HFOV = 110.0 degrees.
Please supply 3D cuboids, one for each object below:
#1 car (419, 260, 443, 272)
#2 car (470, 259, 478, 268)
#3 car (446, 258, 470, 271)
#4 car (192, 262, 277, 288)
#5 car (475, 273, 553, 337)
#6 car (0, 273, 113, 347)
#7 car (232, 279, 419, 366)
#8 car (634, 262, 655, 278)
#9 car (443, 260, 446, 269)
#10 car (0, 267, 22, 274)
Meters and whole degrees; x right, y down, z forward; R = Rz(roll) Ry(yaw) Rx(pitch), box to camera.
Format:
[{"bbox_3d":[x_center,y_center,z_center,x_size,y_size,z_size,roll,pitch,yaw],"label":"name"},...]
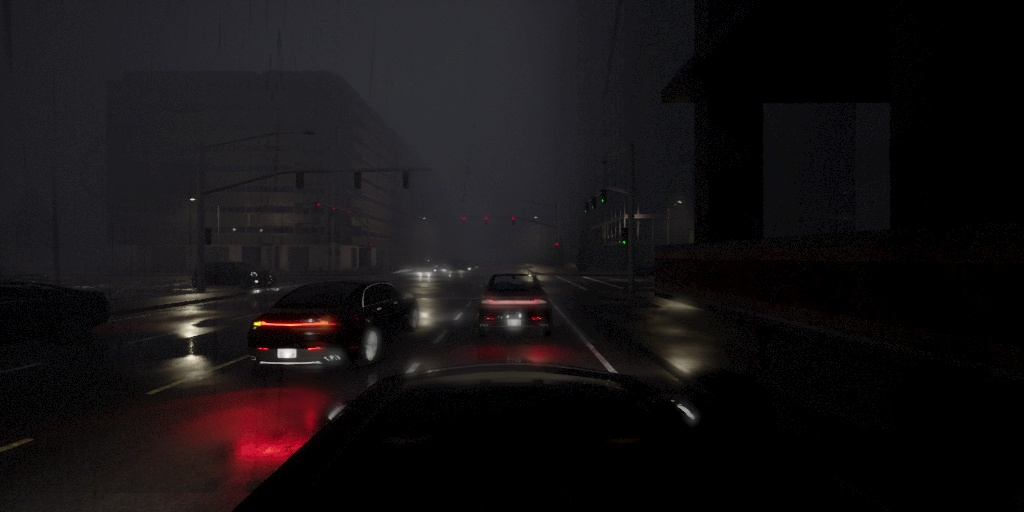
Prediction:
[{"bbox_3d":[-11.005,1.242,47.538,2.128,1.511,4.902,0,0,0],"label":"car"},{"bbox_3d":[-7.437,1.314,60.327,1.994,1.385,4.181,0,0,1],"label":"car"},{"bbox_3d":[-7.512,1.228,50.310,1.882,1.535,5.008,0,0,0],"label":"car"},{"bbox_3d":[-17.970,1.155,23.369,4.553,1.767,2.097,0,0,4],"label":"car"},{"bbox_3d":[0.055,1.242,10.274,2.128,1.511,4.902,0,0,0],"label":"car"},{"bbox_3d":[-10.650,1.241,6.617,2.128,1.511,4.902,0,0,0],"label":"car"},{"bbox_3d":[-3.454,1.255,7.953,1.837,1.490,4.892,0,0,0],"label":"car"},{"bbox_3d":[13.932,1.297,34.272,4.902,1.511,2.128,0,0,0],"label":"car"},{"bbox_3d":[-10.979,1.351,56.882,1.895,1.301,4.718,0,0,1],"label":"car"},{"bbox_3d":[-33.781,1.406,23.633,4.718,1.301,1.895,0,0,0],"label":"car"}]
